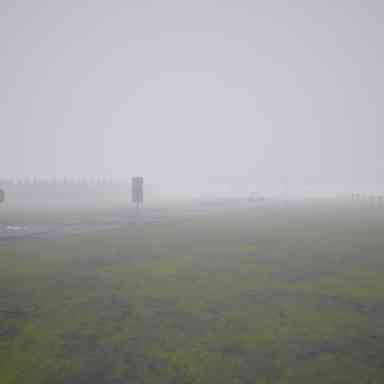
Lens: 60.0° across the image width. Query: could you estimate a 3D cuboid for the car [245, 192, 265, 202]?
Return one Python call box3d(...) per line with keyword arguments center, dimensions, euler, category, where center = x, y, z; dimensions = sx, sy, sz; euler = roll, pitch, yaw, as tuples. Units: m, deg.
box3d(center=(10.244, 0.758, 54.079), dimensions=(2.097, 1.767, 4.553), euler=(0, 1, 31), category="car")
